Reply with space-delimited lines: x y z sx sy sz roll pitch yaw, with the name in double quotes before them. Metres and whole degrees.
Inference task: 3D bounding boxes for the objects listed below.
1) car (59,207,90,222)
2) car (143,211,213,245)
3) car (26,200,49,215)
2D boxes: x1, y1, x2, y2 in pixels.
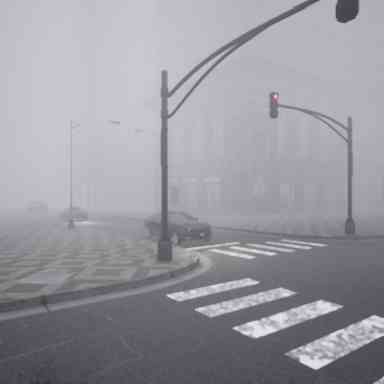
"car" -11.514 2.129 32.501 1.994 1.385 4.181 0 -1 -35
"car" -0.876 1.721 17.329 1.882 1.535 5.008 0 -1 -33
"car" -22.279 2.217 47.834 2.150 2.045 5.566 0 -1 -35
